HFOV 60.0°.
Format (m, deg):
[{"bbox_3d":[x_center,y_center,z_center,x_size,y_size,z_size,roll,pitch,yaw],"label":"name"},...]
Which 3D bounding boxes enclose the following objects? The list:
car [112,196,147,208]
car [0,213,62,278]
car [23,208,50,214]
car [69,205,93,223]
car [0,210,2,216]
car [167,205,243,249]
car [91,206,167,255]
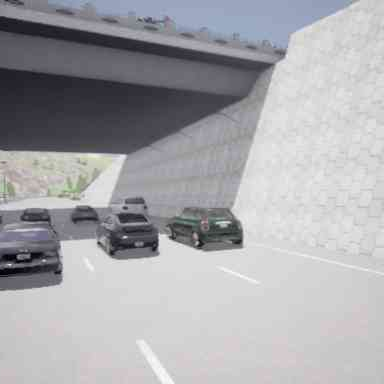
[{"bbox_3d":[-5.363,1.389,27.974,2.150,2.045,5.566,-1,0,-24],"label":"car"},{"bbox_3d":[-5.133,1.651,10.441,2.033,1.411,5.357,-1,0,-24],"label":"car"},{"bbox_3d":[-11.936,1.850,25.545,1.895,1.301,4.718,-1,0,-24],"label":"car"},{"bbox_3d":[-9.108,1.782,27.811,1.994,1.385,4.181,-1,0,-24],"label":"car"},{"bbox_3d":[-15.641,1.825,25.279,1.812,1.442,4.674,-1,0,-24],"label":"car"},{"bbox_3d":[0.405,1.394,15.236,2.097,1.767,4.553,-1,0,-24],"label":"car"},{"bbox_3d":[-2.829,1.589,13.899,1.837,1.490,4.892,-1,0,-24],"label":"car"}]
